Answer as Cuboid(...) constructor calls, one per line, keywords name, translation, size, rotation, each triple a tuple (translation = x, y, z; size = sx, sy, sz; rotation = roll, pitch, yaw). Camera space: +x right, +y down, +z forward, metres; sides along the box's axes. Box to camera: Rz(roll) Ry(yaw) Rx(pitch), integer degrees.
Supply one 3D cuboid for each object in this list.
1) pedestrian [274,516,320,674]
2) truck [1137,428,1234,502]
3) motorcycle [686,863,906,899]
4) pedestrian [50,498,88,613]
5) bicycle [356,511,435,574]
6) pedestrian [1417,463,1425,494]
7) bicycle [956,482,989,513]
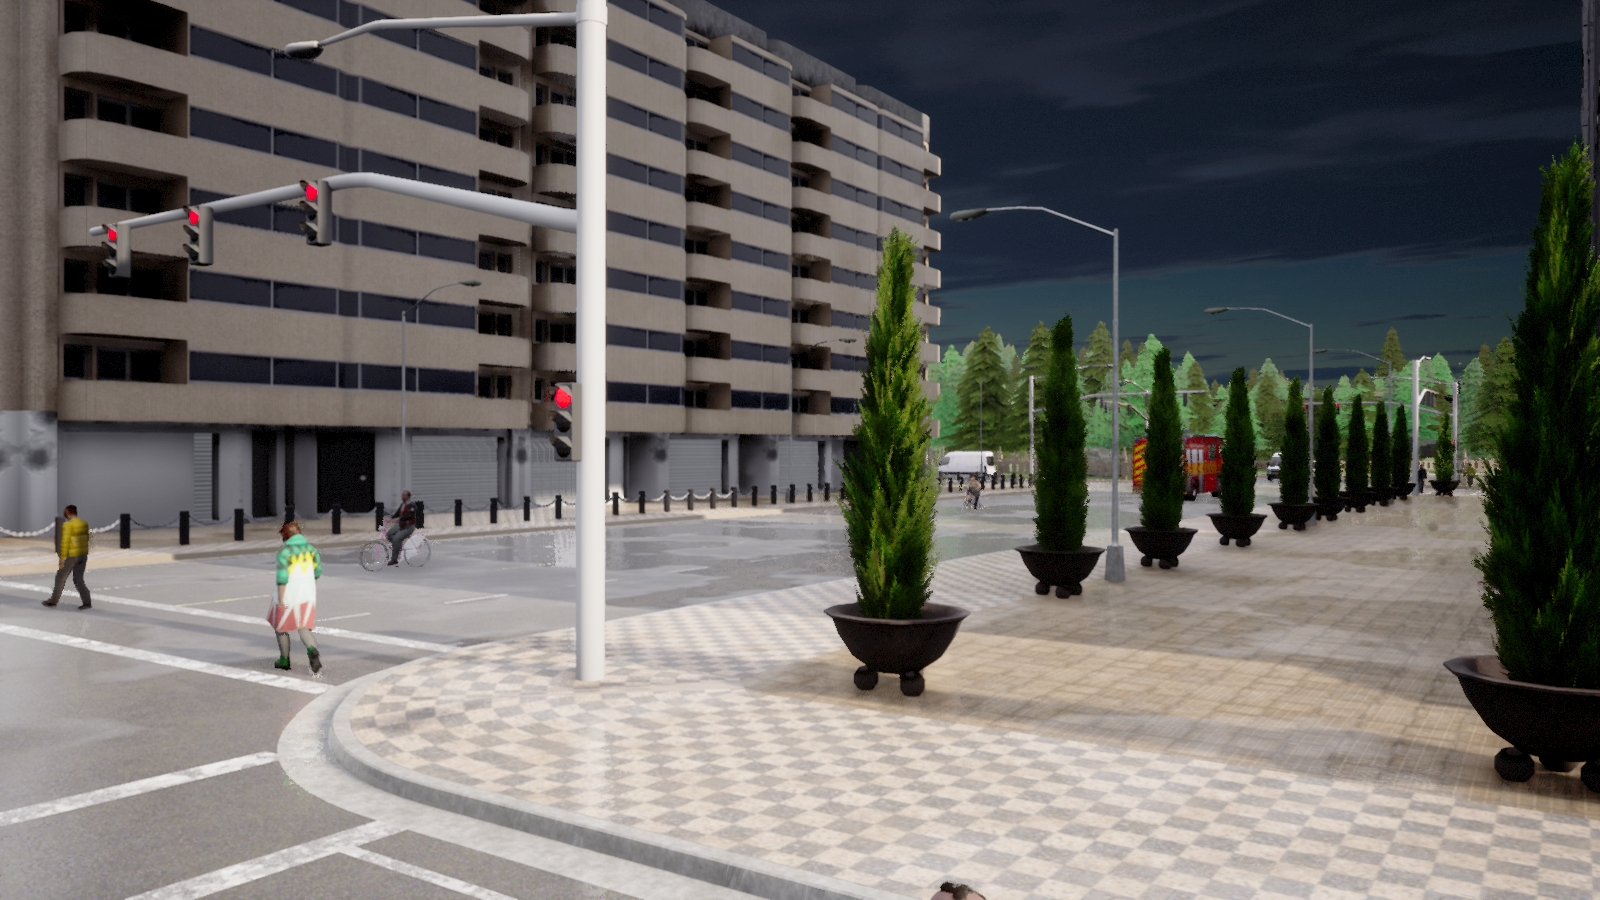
Cuboid(name="pedestrian", translation=(-6.131, 1.753, 13.934), size=(0.375, 1.860, 0.375), rotation=(0, 0, 35))
Cuboid(name="truck", translation=(21.442, 0.782, 63.217), size=(2.891, 3.827, 8.468), rotation=(0, 0, 34))
Cuboid(name="motorcycle", translation=(0.517, 2.197, 3.364), size=(2.209, 1.251, 0.867), rotation=(0, 0, 34))
Cuboid(name="pedestrian", translation=(-12.137, 1.735, 18.979), size=(0.375, 1.860, 0.375), rotation=(0, 0, 20))
Cuboid(name="bicycle", translation=(-8.973, 2.036, 25.408), size=(0.329, 1.271, 1.835), rotation=(0, 0, 34))
Cuboid(name="pedestrian", translation=(37.656, 1.700, 69.266), size=(0.375, 1.860, 0.375), rotation=(0, 0, 35))
Cuboid(name="bicycle", translation=(7.470, 2.036, 49.558), size=(0.859, 1.276, 1.487), rotation=(0, 0, 34))
